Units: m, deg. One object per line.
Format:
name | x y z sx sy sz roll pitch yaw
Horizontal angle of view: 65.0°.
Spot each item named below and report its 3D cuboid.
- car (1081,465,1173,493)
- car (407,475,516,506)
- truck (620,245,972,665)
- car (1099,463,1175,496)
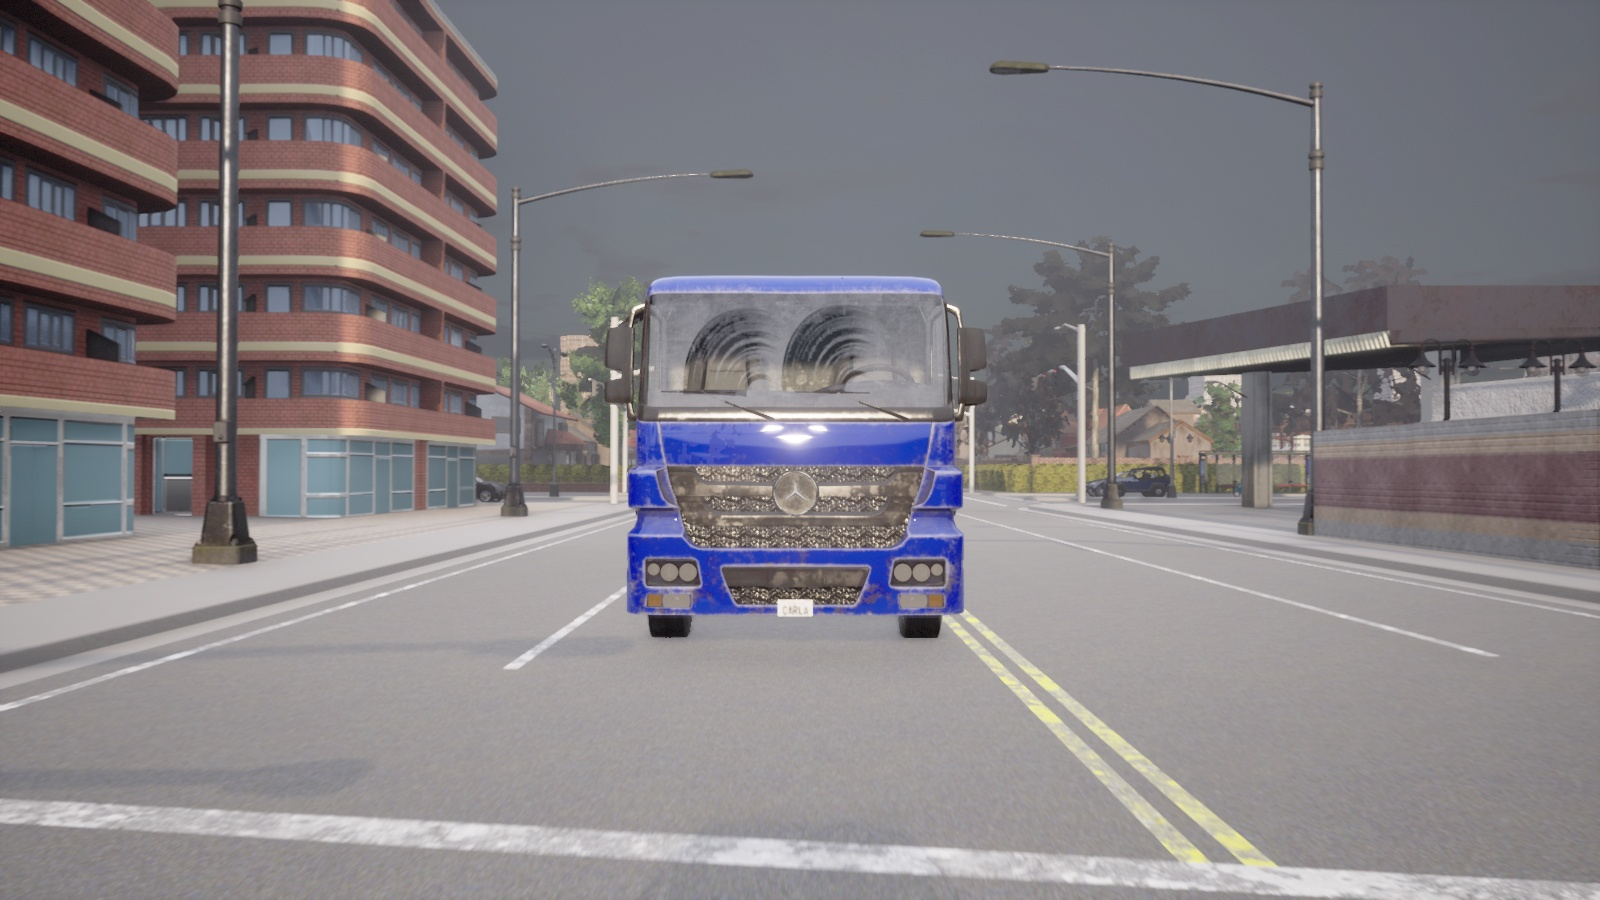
car | 19.901 1.766 76.483 5.027 1.651 2.152 0 -1 0
car | -16.702 1.994 62.116 4.892 1.490 1.837 0 -1 2
truck | -0.046 0.102 14.363 2.891 3.462 7.936 0 -1 0
car | 19.547 1.727 72.966 3.866 1.878 1.905 0 -1 1
